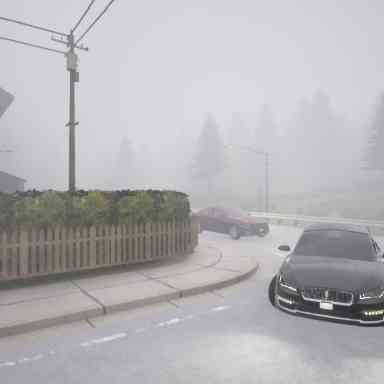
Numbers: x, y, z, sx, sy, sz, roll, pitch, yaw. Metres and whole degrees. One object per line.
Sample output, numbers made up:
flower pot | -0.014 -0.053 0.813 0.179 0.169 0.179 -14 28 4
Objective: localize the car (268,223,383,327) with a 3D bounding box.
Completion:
car | 3.151 1.505 7.292 1.837 1.490 4.892 0 0 27

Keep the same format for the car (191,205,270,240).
car | 1.851 1.478 17.428 1.882 1.535 5.008 0 0 -33
